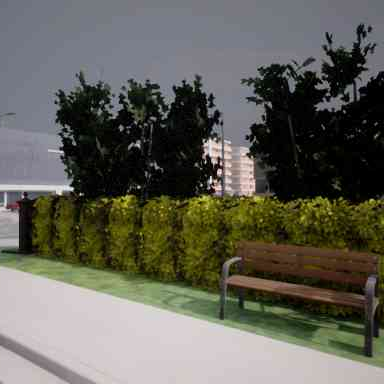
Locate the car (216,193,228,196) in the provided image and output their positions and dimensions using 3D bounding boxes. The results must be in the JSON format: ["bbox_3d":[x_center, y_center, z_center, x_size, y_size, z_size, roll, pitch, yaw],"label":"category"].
[{"bbox_3d":[5.705,0.763,66.681,1.812,1.442,4.674,0,1,36],"label":"car"}]

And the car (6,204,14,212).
[{"bbox_3d":[-18.632,1.553,38.240,1.895,1.301,4.718,0,0,35],"label":"car"}]

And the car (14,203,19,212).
[{"bbox_3d":[-16.051,1.553,35.839,1.895,1.301,4.718,0,0,36],"label":"car"}]
